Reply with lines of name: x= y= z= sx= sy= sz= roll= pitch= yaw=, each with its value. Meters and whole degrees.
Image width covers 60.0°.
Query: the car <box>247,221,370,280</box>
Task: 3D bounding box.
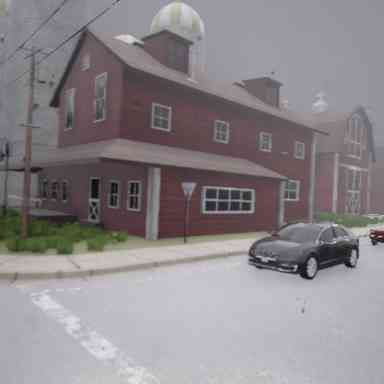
car: x=3.802 y=1.728 z=10.862 sx=4.892 sy=1.490 sz=1.837 roll=3 pitch=0 yaw=-43

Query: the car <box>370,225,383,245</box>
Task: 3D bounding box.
car: x=11.224 y=2.211 z=17.785 sx=4.718 sy=1.301 sz=1.895 roll=3 pitch=0 yaw=-43
